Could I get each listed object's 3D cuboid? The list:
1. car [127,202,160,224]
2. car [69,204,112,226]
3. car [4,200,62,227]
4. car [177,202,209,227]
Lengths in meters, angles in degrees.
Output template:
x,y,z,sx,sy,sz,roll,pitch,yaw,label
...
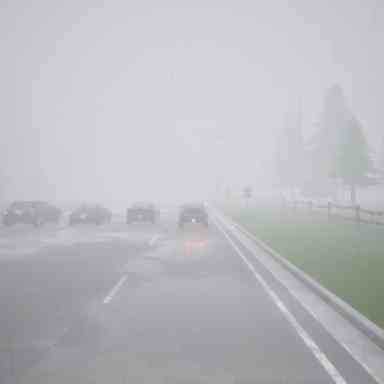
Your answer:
x,y,z,sx,sy,sz,roll,pitch,yaw,label
-3.406,1.422,23.982,1.882,1.535,5.008,0,0,0,car
-6.906,1.511,23.038,1.994,1.385,4.181,0,0,0,car
-10.405,1.301,22.127,2.097,1.767,4.553,0,0,0,car
0.094,1.452,22.465,1.837,1.490,4.892,0,0,0,car
